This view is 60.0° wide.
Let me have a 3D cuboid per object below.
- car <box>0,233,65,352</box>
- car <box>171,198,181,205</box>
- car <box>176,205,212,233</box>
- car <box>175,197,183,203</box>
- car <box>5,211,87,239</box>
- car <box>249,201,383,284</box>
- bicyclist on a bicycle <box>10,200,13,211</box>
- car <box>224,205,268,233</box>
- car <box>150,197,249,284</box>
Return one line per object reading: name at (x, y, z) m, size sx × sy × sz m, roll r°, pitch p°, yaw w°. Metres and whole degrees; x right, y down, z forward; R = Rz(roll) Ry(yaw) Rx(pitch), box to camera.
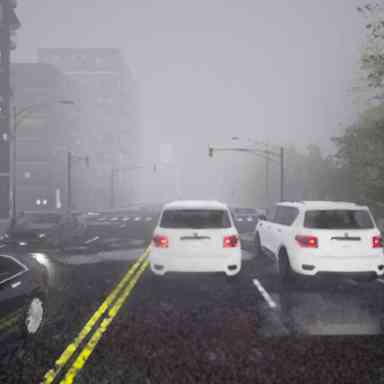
car at (-3.347, 1.525, 3.784) m, size 1.837 × 1.490 × 4.892 m, roll 0°, pitch -1°, yaw 0°
car at (-3.192, 1.957, 67.923) m, size 1.895 × 1.301 × 4.718 m, roll 0°, pitch 0°, yaw 0°
car at (0.121, 1.656, 21.656) m, size 2.033 × 1.411 × 5.357 m, roll 0°, pitch 0°, yaw 0°
car at (-3.175, 1.974, 83.434) m, size 1.812 × 1.442 × 4.674 m, roll 0°, pitch 0°, yaw 0°
car at (-6.569, 1.625, 15.565) m, size 2.033 × 1.411 × 5.357 m, roll 0°, pitch 0°, yaw 0°
car at (3.360, 1.271, 9.904) m, size 2.150 × 2.045 × 5.566 m, roll 0°, pitch 0°, yaw 0°
bicyclist on a bicycle at (-24.837, 1.810, 45.397) m, size 0.582 × 1.620 × 1.656 m, roll -1°, pitch 0°, yaw -1°
car at (3.371, 1.657, 21.853) m, size 2.033 × 1.411 × 5.357 m, roll 0°, pitch 0°, yaw 0°
car at (0.104, 1.268, 9.836) m, size 2.150 × 2.045 × 5.566 m, roll 0°, pitch -1°, yaw 1°
